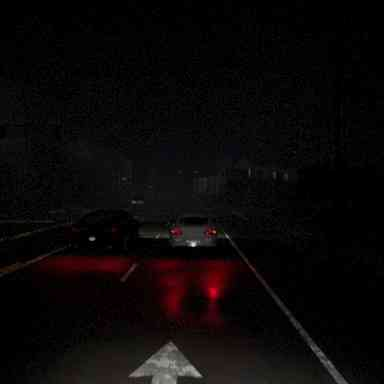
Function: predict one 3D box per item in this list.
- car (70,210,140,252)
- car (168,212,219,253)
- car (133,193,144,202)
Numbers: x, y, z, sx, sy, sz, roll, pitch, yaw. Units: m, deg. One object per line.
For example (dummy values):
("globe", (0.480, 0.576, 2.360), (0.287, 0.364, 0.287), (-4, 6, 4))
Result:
("car", (-3.426, 1.470, 13.973), (1.882, 1.535, 5.008), (0, 0, 1))
("car", (0.070, 1.516, 13.511), (1.812, 1.442, 4.674), (0, 0, 1))
("car", (-13.864, 1.362, 85.952), (2.150, 2.045, 5.566), (0, 1, 0))
